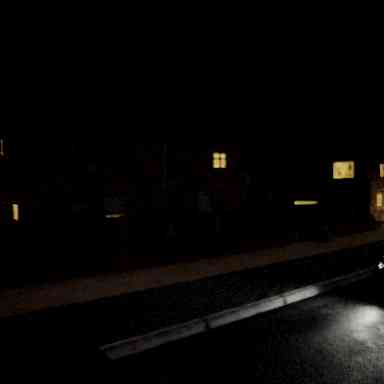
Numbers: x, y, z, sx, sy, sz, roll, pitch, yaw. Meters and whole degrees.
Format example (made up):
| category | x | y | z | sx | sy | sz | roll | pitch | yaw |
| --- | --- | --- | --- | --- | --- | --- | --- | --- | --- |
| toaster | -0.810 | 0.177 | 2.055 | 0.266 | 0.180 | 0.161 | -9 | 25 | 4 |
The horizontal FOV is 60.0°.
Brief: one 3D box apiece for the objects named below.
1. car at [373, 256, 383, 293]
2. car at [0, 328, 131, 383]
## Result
| category | x | y | z | sx | sy | sz | roll | pitch | yaw |
| --- | --- | --- | --- | --- | --- | --- | --- | --- | --- |
| car | 6.029 | 1.532 | 7.786 | 4.674 | 1.442 | 1.812 | -1 | 0 | -39 |
| car | -2.269 | 1.569 | 1.574 | 4.181 | 1.385 | 1.994 | 0 | 0 | -36 |
